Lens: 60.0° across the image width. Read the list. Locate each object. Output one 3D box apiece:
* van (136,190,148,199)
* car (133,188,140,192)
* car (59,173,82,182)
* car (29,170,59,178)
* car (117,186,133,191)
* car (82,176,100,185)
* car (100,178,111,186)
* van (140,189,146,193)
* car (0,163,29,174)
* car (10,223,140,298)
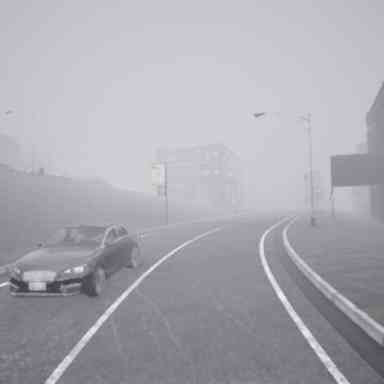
[{"bbox_3d":[-12.748,0.644,85.162,1.878,1.987,4.442,-1,-5,4],"label":"van"},{"bbox_3d":[-13.725,0.025,74.010,2.002,1.452,4.674,-1,-4,6],"label":"car"},{"bbox_3d":[-18.031,-1.770,46.583,2.231,1.521,4.892,-2,-3,12],"label":"car"},{"bbox_3d":[-19.206,-2.002,41.295,2.002,1.452,4.674,-2,-3,14],"label":"car"},{"bbox_3d":[-14.361,-0.375,68.519,2.002,1.452,4.674,-1,-4,7],"label":"car"},{"bbox_3d":[-16.935,-1.592,52.110,2.185,1.767,4.553,-2,-3,11],"label":"car"},{"bbox_3d":[-15.944,-1.389,57.629,2.435,2.045,5.566,-2,-4,10],"label":"car"},{"bbox_3d":[-13.162,0.194,79.657,1.878,1.987,4.442,-1,-4,6],"label":"van"},{"bbox_3d":[-20.518,-2.283,35.941,2.163,1.488,4.792,-2,-3,15],"label":"car"},{"bbox_3d":[-2.809,1.638,9.049,2.128,1.511,4.902,-1,-1,6],"label":"car"}]
